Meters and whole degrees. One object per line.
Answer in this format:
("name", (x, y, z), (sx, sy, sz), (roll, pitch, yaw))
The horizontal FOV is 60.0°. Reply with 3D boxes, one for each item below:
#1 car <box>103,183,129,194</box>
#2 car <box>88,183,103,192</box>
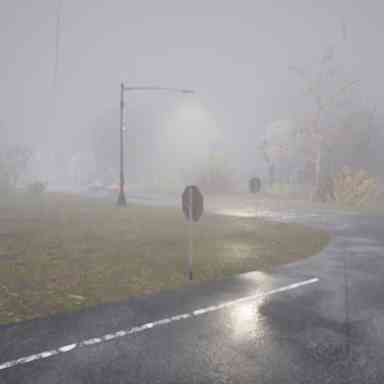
("car", (-11.657, -0.639, 52.250), (2.097, 1.767, 4.553), (-1, 2, -36))
("car", (-17.253, -0.823, 60.082), (1.882, 1.535, 5.008), (-1, 2, -36))
